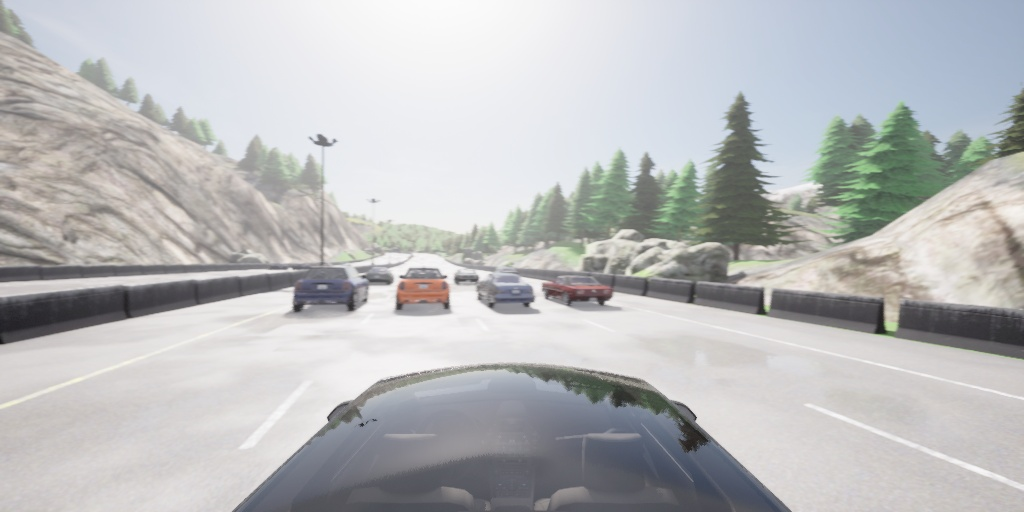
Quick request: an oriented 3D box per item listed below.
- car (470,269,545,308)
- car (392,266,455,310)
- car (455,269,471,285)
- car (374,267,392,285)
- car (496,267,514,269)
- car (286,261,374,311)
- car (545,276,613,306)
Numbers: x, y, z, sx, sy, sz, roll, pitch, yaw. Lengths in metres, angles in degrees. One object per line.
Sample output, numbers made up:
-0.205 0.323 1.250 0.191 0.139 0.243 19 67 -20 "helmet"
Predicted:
-0.447 1.477 16.420 2.033 1.411 5.357 1 -1 -14 "car"
-3.863 1.224 15.681 2.097 1.767 4.553 1 -1 -14 "car"
-4.046 1.750 31.120 1.895 1.301 4.718 1 -1 -14 "car"
-10.890 1.603 29.649 1.994 1.385 4.181 1 -1 -13 "car"
-0.694 1.716 32.159 1.837 1.490 4.892 1 -1 -14 "car"
-7.263 1.167 14.851 2.097 1.767 4.553 1 -1 -14 "car"
2.925 1.588 17.365 1.895 1.301 4.718 1 -1 -14 "car"
